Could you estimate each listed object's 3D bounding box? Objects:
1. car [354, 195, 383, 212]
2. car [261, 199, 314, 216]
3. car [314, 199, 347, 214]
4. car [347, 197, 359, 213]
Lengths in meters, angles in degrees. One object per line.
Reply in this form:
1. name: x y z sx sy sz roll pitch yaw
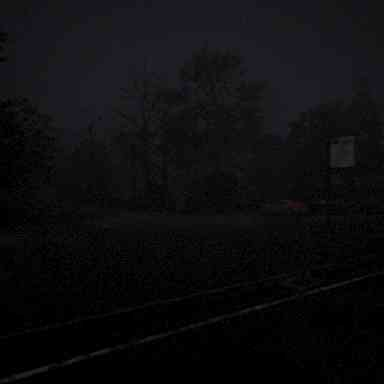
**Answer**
1. car: 20.415 1.454 41.013 2.185 1.767 4.553 1 0 -36
2. car: 9.059 1.488 32.955 2.097 1.535 5.008 0 0 -35
3. car: 13.589 1.514 36.193 2.097 1.535 5.008 0 0 -35
4. car: 15.860 1.574 37.808 2.002 1.452 4.674 0 0 -35
